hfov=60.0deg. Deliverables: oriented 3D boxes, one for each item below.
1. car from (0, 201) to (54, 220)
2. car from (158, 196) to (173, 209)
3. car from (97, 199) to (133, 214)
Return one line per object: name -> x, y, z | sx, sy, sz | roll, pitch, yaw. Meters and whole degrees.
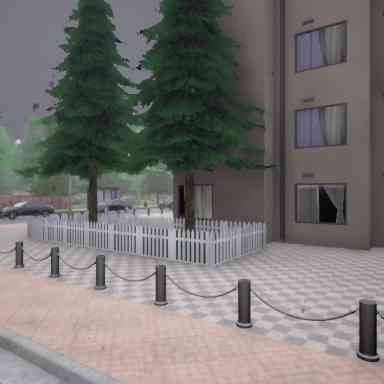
car -> -14.255, 1.510, 28.674 | 1.812, 1.442, 4.674 | 0, 0, 37
car -> -2.491, 1.337, 44.299 | 2.097, 1.767, 4.553 | 0, 0, 37
car -> -8.663, 1.476, 36.134 | 2.128, 1.511, 4.902 | 0, 0, 37
